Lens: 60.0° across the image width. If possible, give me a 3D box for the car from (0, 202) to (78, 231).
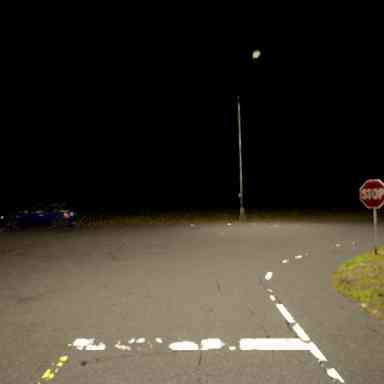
[{"bbox_3d":[-9.976,1.571,21.784,4.553,1.767,2.097,-1,-2,0],"label":"car"}]
